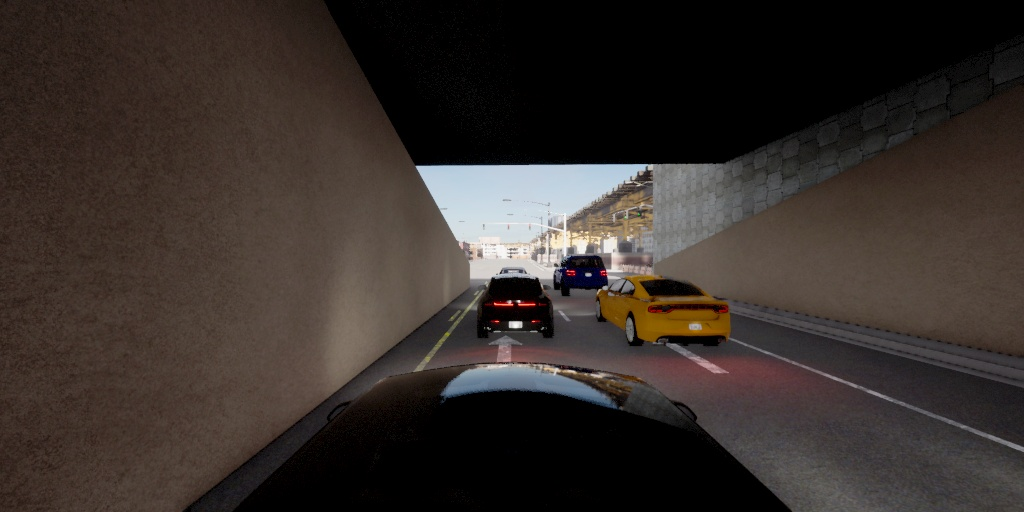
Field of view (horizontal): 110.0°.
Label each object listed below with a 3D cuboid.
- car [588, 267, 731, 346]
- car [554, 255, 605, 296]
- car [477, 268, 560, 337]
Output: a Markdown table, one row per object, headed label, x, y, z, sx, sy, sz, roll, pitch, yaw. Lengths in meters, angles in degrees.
| label | x | y | z | sx | sy | sz | roll | pitch | yaw |
| --- | --- | --- | --- | --- | --- | --- | --- | --- | --- |
| car | 3.574 | 1.228 | 9.459 | 1.882 | 1.535 | 5.008 | 0 | 0 | 0 |
| car | 3.568 | 0.971 | 19.429 | 2.150 | 2.045 | 5.566 | 0 | 0 | 0 |
| car | 0.076 | 1.255 | 10.258 | 1.837 | 1.490 | 4.892 | 0 | 0 | 0 |
